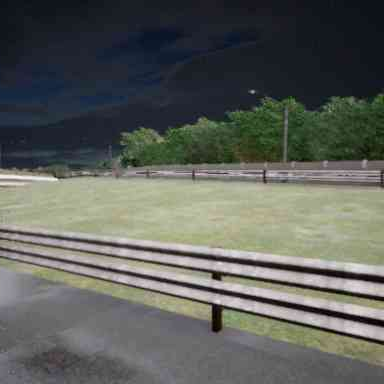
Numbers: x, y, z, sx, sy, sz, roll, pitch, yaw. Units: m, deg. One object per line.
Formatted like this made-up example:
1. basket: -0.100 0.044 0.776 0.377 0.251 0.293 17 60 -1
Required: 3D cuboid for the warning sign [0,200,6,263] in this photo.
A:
1. warning sign: -6.379 1.163 9.710 1.060 1.860 1.300 0 0 36
